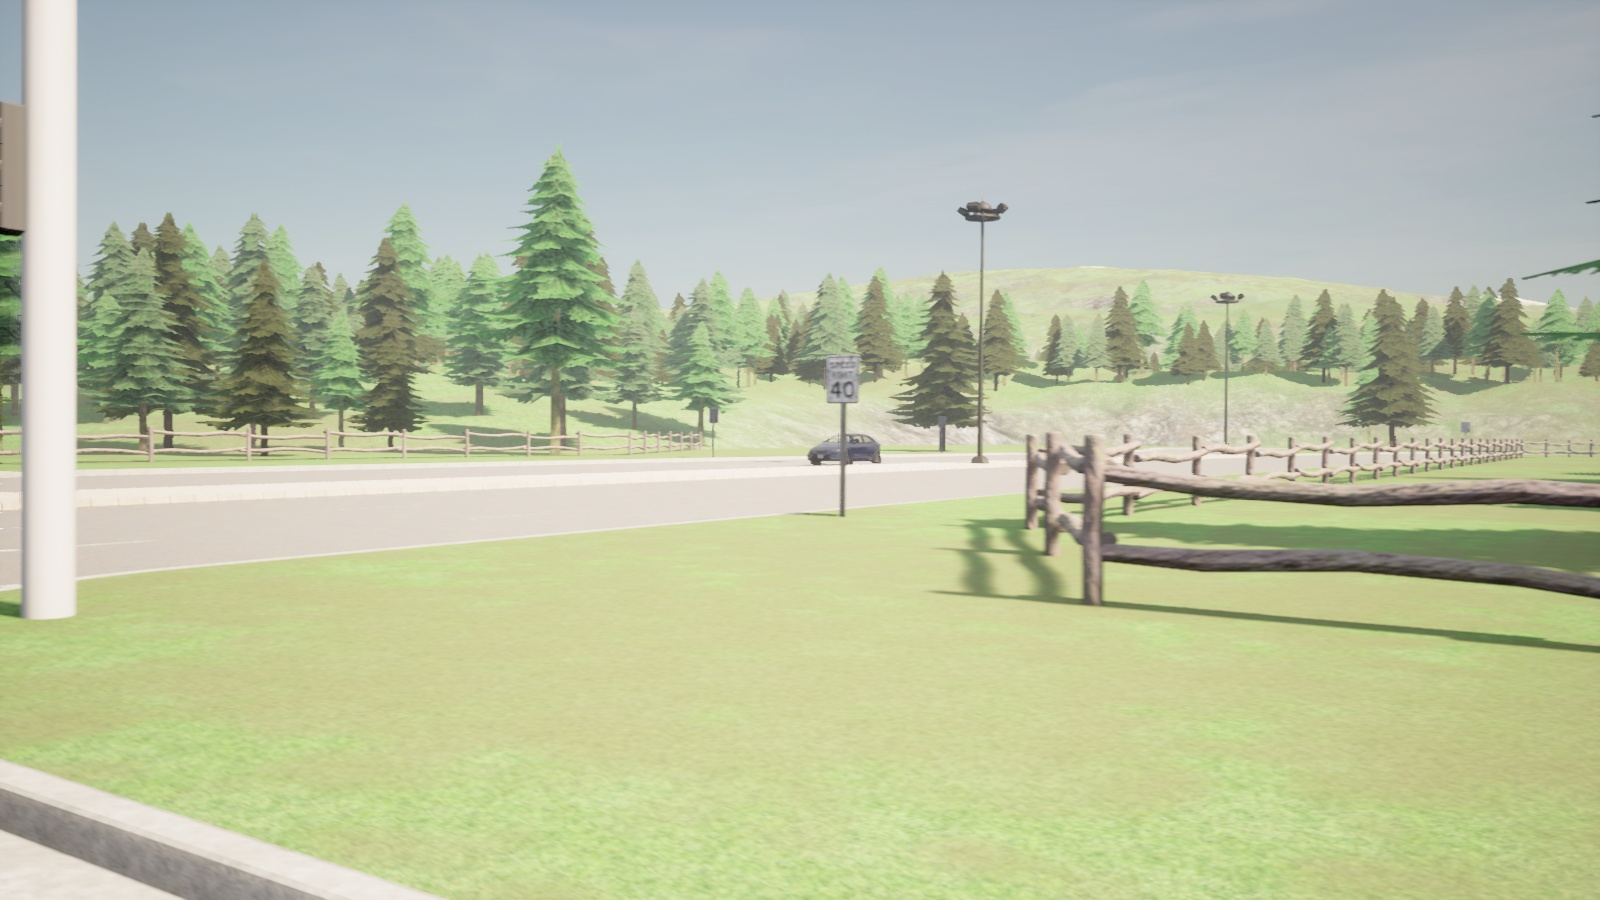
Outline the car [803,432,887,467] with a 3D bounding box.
[{"bbox_3d":[2.070,-0.046,56.607,1.816,1.474,4.193,0,1,34],"label":"car"}]
